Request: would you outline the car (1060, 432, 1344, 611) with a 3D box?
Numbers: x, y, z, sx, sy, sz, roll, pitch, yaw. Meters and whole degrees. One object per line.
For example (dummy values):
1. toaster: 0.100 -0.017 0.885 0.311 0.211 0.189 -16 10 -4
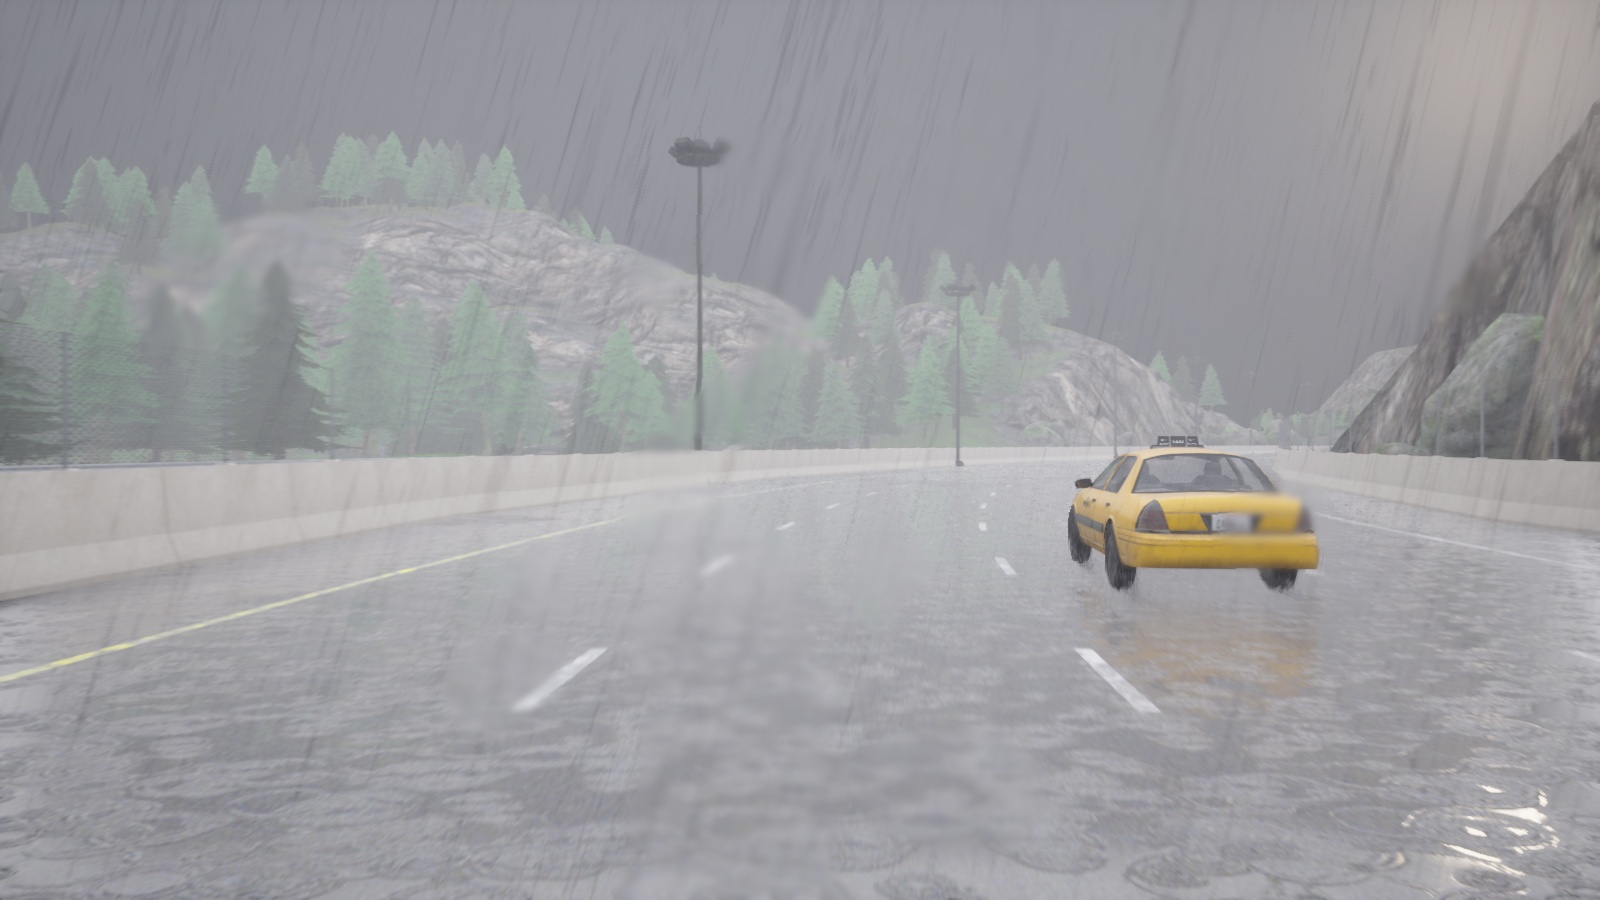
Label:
1. car: 4.133 0.620 13.867 1.801 1.575 5.366 0 0 5
